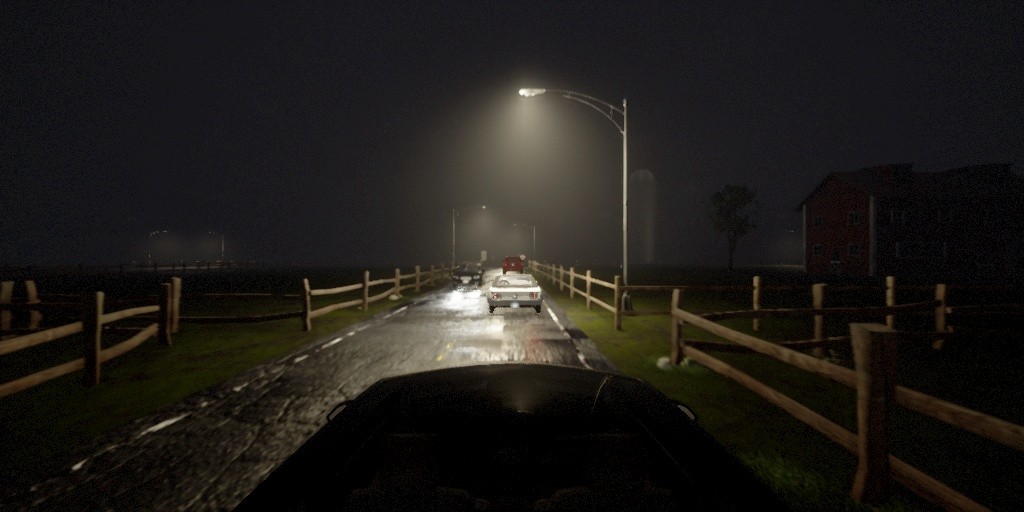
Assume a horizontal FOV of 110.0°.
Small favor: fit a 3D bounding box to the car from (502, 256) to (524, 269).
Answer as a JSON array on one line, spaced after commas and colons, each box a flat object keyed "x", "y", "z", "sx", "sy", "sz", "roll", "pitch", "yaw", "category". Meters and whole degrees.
[{"x": 0.117, "y": 1.020, "z": 39.073, "sx": 2.150, "sy": 2.045, "sz": 5.566, "roll": 0, "pitch": 0, "yaw": 0, "category": "car"}]

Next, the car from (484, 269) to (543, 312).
[{"x": 0.102, "y": 1.353, "z": 14.147, "sx": 1.895, "sy": 1.301, "sz": 4.718, "roll": 0, "pitch": 0, "yaw": 0, "category": "car"}]

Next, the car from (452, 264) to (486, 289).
[{"x": -2.746, "y": 1.257, "z": 23.677, "sx": 2.128, "sy": 1.511, "sz": 4.902, "roll": 0, "pitch": 0, "yaw": 0, "category": "car"}]
